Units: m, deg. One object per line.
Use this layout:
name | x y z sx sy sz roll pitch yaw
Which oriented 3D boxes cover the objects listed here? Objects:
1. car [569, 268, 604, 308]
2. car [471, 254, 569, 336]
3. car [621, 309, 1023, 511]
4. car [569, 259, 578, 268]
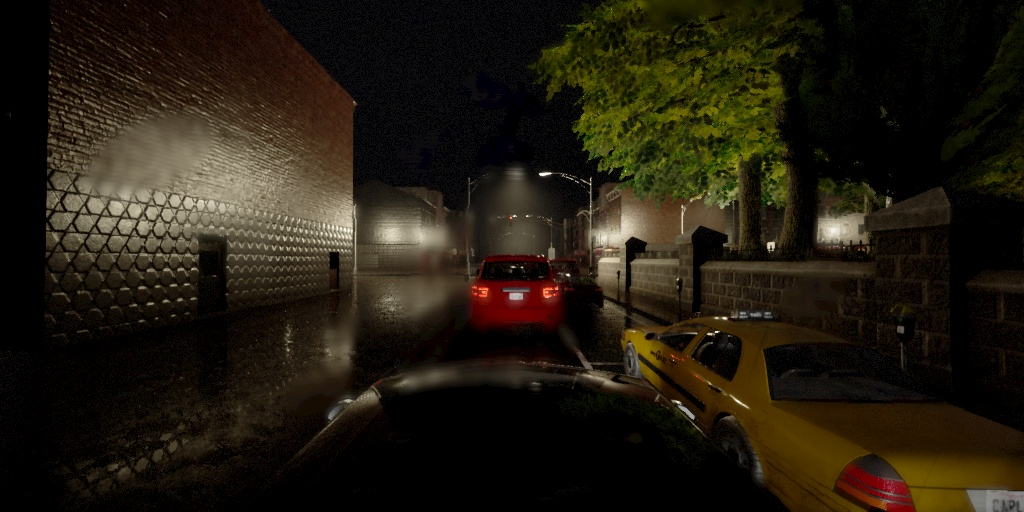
car | 2.633 1.339 14.928 1.802 1.307 4.207 0 0 0
car | 0.096 0.975 10.515 2.150 2.045 5.566 0 0 0
car | 2.637 1.276 4.200 1.751 1.417 4.829 0 0 0
car | 2.631 1.078 20.377 2.192 1.841 5.009 0 0 0
